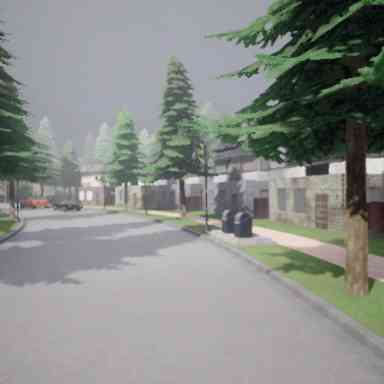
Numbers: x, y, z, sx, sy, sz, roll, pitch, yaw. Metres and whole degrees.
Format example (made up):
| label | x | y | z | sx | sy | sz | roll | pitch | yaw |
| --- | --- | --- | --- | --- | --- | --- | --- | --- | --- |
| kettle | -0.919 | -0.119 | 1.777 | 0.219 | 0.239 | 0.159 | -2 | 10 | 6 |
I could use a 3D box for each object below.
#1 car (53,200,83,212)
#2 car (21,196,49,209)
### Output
| label | x | y | z | sx | sy | sz | roll | pitch | yaw |
| --- | --- | --- | --- | --- | --- | --- | --- | --- | --- |
| car | -14.633 | 1.619 | 38.920 | 1.895 | 1.301 | 4.718 | 0 | 0 | -43 |
| car | -21.842 | 1.401 | 46.099 | 4.553 | 1.767 | 2.097 | 0 | 0 | 38 |
